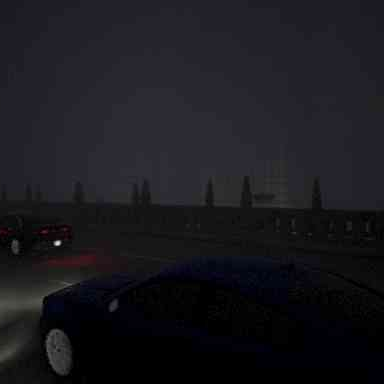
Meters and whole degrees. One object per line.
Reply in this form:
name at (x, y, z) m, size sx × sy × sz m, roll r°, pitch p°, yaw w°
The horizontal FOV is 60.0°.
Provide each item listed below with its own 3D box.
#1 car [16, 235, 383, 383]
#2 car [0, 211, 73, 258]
car at (0.276, 1.475, 3.756) m, size 5.008 × 1.535 × 1.882 m, roll 0°, pitch 0°, yaw 35°
car at (-6.604, 1.498, 12.815) m, size 4.892 × 1.490 × 1.837 m, roll 0°, pitch 0°, yaw 35°
